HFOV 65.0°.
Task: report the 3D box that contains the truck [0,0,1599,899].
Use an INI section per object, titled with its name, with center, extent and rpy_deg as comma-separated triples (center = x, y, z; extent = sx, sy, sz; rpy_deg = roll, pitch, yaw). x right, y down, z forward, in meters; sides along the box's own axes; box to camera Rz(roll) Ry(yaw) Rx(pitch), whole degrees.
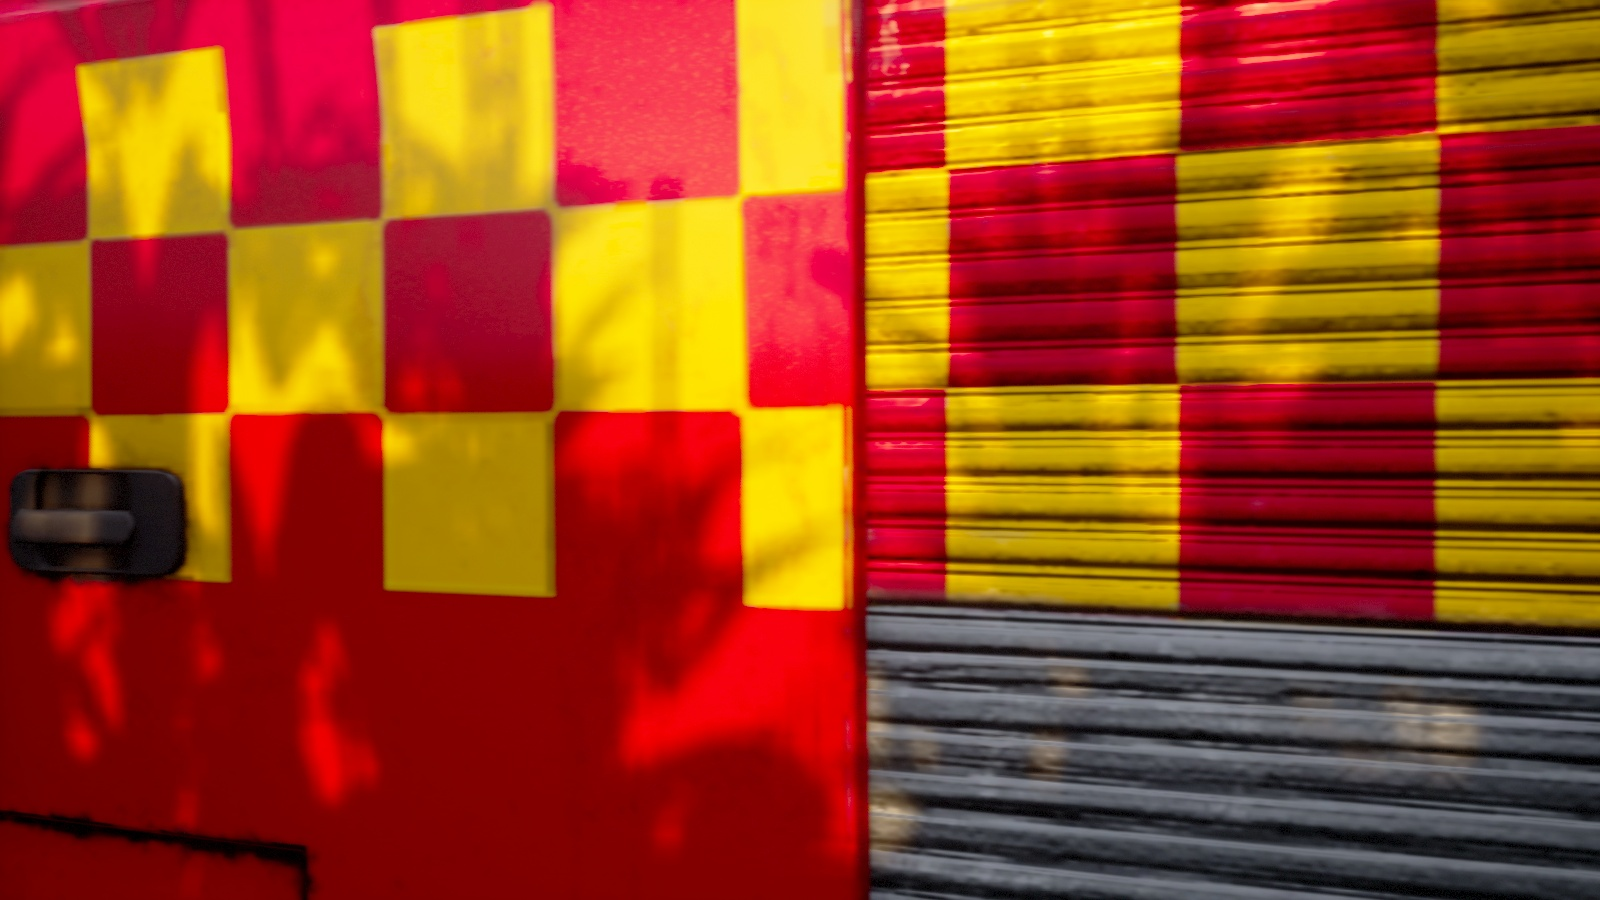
[truck]
center = -0.528, -0.387, 2.932
extent = 8.468, 3.827, 2.891
rpy_deg = 1, 1, 19
